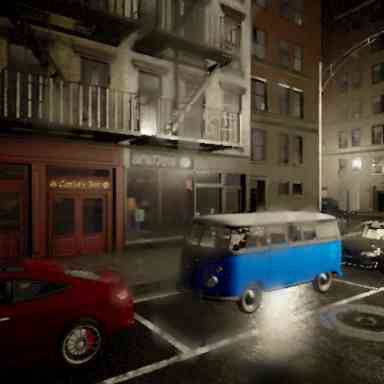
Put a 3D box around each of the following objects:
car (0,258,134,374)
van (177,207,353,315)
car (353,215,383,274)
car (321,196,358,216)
[{"bbox_3d":[-2.800,1.582,4.198,4.206,1.307,1.802,0,0,-35],"label":"car"},{"bbox_3d":[1.606,1.363,7.333,3.998,1.788,1.690,0,0,-35],"label":"van"},{"bbox_3d":[6.010,1.594,10.467,4.403,1.369,2.008,0,0,-35],"label":"car"},{"bbox_3d":[12.351,1.426,30.951,2.150,2.045,5.566,0,0,-35],"label":"car"}]
